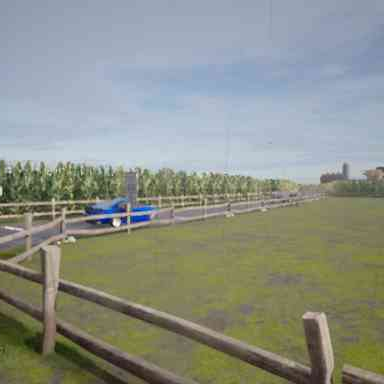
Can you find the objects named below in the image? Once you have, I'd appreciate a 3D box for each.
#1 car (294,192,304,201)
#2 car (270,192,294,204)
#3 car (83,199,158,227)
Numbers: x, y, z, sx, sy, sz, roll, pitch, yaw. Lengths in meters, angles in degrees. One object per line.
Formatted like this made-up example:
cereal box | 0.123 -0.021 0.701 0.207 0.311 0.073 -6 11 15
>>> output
car | 17.193 0.698 55.024 1.837 1.490 4.892 1 1 28
car | 12.272 0.827 46.120 1.837 1.490 4.892 1 1 30
car | -4.065 1.154 19.795 1.882 1.535 5.008 1 1 34
